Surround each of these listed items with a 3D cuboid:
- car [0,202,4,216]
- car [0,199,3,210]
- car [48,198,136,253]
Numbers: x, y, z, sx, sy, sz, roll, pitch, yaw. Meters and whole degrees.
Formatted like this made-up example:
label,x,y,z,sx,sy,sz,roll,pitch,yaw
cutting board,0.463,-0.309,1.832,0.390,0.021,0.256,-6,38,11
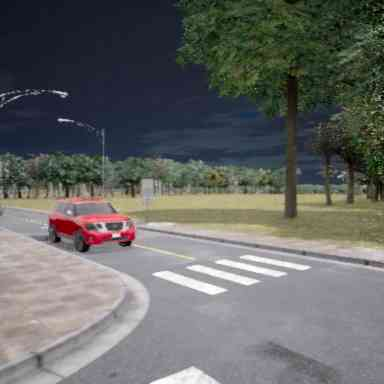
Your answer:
label,x,y,z,sx,sy,sz,roll,pitch,yaw
car,-21.374,1.851,35.215,1.994,1.385,4.181,-1,0,-39
car,-30.437,1.893,50.848,1.837,1.490,4.892,-1,0,-40
car,-4.631,1.318,14.786,2.150,2.045,5.566,-1,0,-39
